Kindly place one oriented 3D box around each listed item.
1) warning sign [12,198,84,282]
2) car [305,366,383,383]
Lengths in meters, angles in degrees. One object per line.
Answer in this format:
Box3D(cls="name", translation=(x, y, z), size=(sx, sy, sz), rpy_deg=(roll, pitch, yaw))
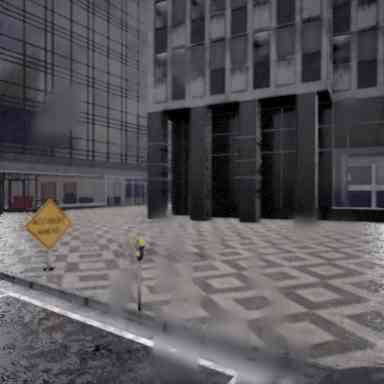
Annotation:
Box3D(cls="warning sign", translation=(-3.590, 1.102, 8.356), size=(1.060, 1.860, 1.300), rpy_deg=(0, 0, 35))
Box3D(cls="car", translation=(2.458, 1.553, 1.208), size=(4.403, 1.369, 2.008), rpy_deg=(0, 0, 35))
